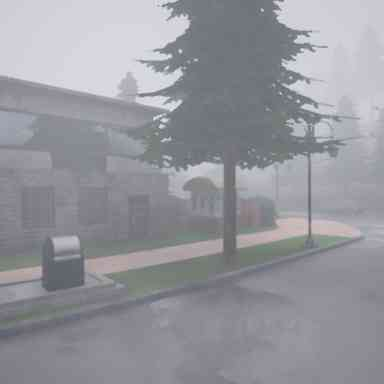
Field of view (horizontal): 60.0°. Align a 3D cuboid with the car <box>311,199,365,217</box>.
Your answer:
[{"bbox_3d":[11.925,1.242,27.567,4.181,1.385,1.994,0,0,44],"label":"car"}]
